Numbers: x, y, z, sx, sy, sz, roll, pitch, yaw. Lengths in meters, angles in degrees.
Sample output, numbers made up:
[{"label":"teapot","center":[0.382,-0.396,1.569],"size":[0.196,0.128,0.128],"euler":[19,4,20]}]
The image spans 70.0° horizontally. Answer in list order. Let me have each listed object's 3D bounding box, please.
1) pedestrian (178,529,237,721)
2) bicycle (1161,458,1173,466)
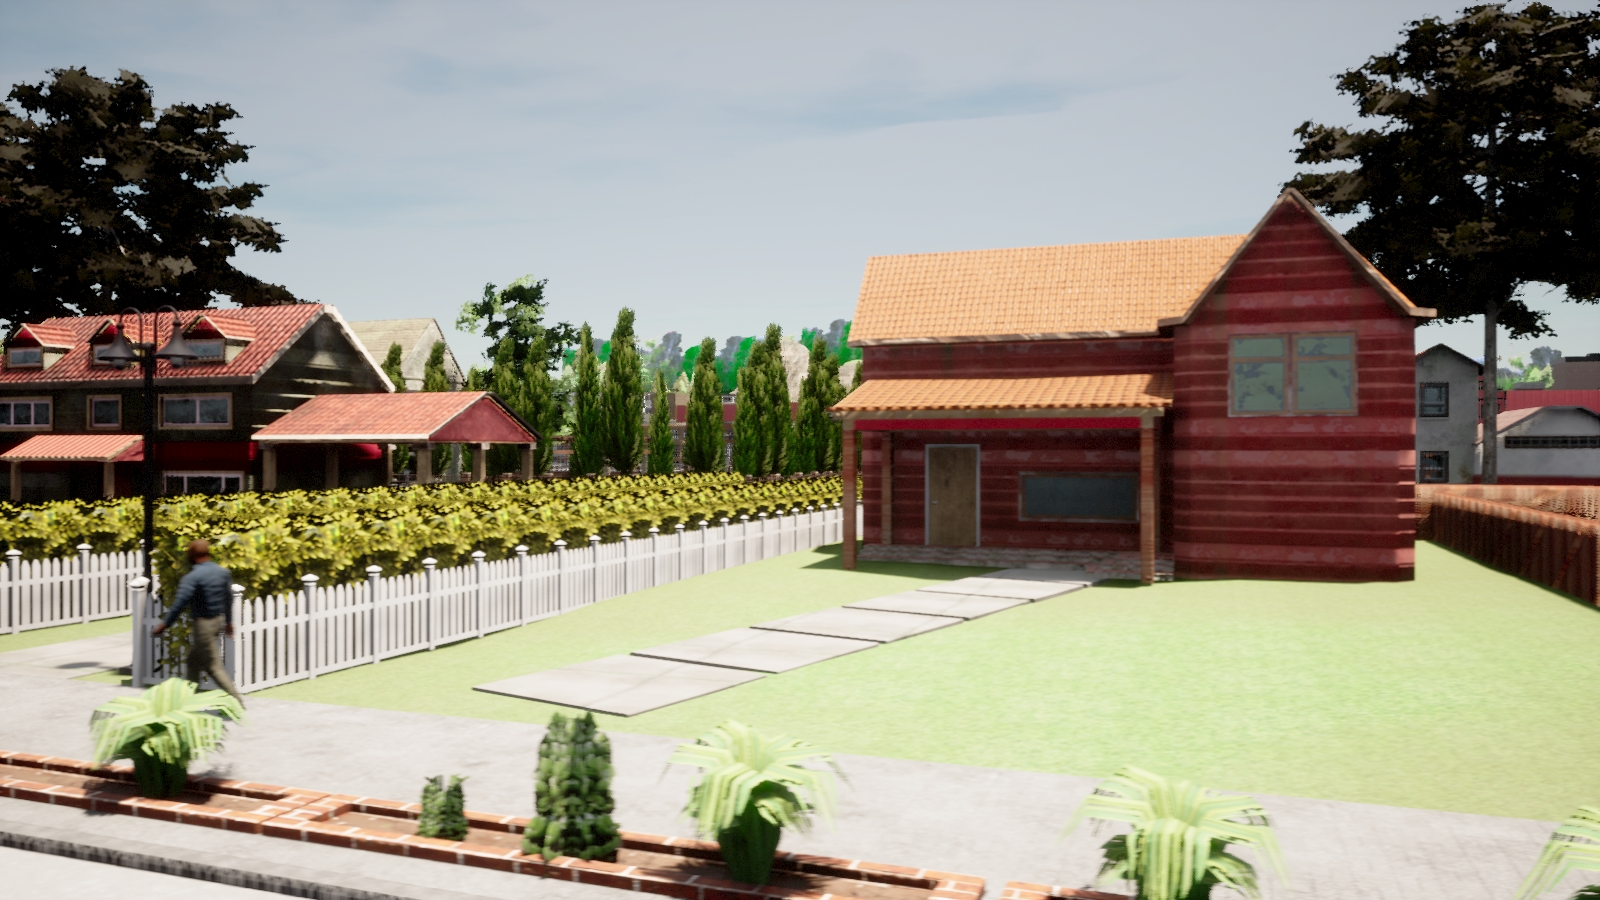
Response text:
[{"label":"pedestrian","center":[-5.956,1.743,11.490],"size":[0.375,1.860,0.375],"euler":[0,0,14]},{"label":"bicycle","center":[62.316,2.057,194.097],"size":[1.835,1.471,0.329],"euler":[0,0,20]}]
